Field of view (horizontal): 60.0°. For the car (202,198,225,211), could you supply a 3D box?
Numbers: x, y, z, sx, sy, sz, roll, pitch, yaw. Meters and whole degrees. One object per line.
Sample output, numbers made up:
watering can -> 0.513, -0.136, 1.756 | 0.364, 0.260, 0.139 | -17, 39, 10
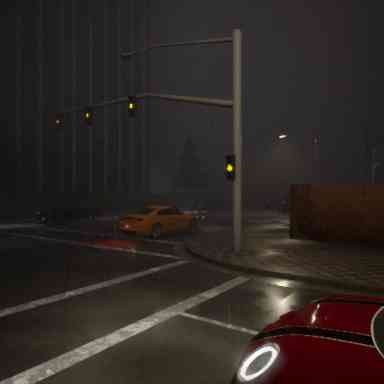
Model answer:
car -> 2.344, 1.486, 41.784 | 2.128, 1.511, 4.902 | 0, 0, 36

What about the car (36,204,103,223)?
car -> -9.276, 1.595, 25.415 | 1.895, 1.301, 4.718 | 0, 0, 35

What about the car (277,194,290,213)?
car -> 11.682, 1.218, 36.502 | 2.150, 2.045, 5.566 | 0, 0, 35

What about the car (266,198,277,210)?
car -> 10.784, 1.487, 41.299 | 2.128, 1.511, 4.902 | 0, 0, 36

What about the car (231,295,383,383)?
car -> 2.501, 1.352, 2.175 | 4.553, 1.767, 2.097 | 0, 0, 36

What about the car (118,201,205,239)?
car -> -1.627, 1.474, 17.700 | 1.882, 1.535, 5.008 | 0, 0, 35
